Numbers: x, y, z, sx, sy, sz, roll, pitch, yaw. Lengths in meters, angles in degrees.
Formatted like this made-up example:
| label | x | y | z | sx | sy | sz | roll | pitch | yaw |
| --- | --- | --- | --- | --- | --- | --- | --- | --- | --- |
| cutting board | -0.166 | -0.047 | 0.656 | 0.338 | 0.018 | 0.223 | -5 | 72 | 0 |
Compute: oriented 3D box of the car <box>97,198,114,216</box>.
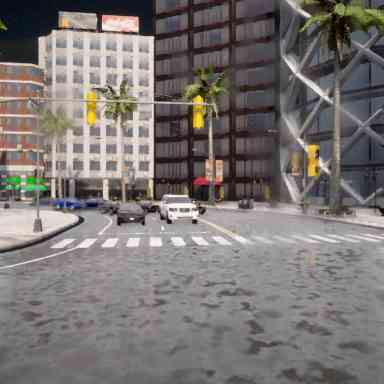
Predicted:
| label | x | y | z | sx | sy | sz | roll | pitch | yaw |
| --- | --- | --- | --- | --- | --- | --- | --- | --- | --- |
| car | -7.621 | 1.601 | 32.935 | 1.895 | 1.301 | 4.718 | 0 | 0 | -30 |

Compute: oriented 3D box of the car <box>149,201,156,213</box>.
| label | x | y | z | sx | sy | sz | roll | pitch | yaw |
| --- | --- | --- | --- | --- | --- | --- | --- | --- | --- |
| car | -4.503 | 1.601 | 34.451 | 1.895 | 1.301 | 4.718 | 0 | 0 | -29 |

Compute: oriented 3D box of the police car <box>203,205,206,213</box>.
| label | x | y | z | sx | sy | sz | roll | pitch | yaw |
| --- | --- | --- | --- | --- | --- | --- | --- | --- | --- |
| police car | -0.564 | 1.509 | 33.299 | 2.038 | 1.542 | 4.974 | -1 | 1 | -26 |

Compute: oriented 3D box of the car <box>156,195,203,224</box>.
| label | x | y | z | sx | sy | sz | roll | pitch | yaw |
| --- | --- | --- | --- | --- | --- | --- | --- | --- | --- |
| car | -1.121 | 1.221 | 25.259 | 2.150 | 2.045 | 5.566 | 0 | 0 | -14 |

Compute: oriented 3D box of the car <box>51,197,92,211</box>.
| label | x | y | z | sx | sy | sz | roll | pitch | yaw |
| --- | --- | --- | --- | --- | --- | --- | --- | --- | --- |
| car | -15.172 | 1.478 | 41.757 | 5.008 | 1.535 | 1.882 | 0 | 0 | 37 |

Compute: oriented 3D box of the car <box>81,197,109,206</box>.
| label | x | y | z | sx | sy | sz | roll | pitch | yaw |
| --- | --- | --- | --- | --- | --- | --- | --- | --- | --- |
| car | -16.023 | 1.564 | 54.749 | 4.181 | 1.385 | 1.994 | 0 | 0 | 28 |

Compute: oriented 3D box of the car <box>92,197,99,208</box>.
| label | x | y | z | sx | sy | sz | roll | pitch | yaw |
| --- | --- | --- | --- | --- | --- | --- | --- | --- | --- |
| car | -12.406 | 1.601 | 44.019 | 4.718 | 1.301 | 1.895 | 0 | 0 | 39 |

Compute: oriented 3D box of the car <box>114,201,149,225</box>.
| label | x | y | z | sx | sy | sz | roll | pitch | yaw |
| --- | --- | --- | --- | --- | --- | --- | --- | --- | --- |
| car | -4.479 | 1.478 | 24.143 | 1.882 | 1.535 | 5.008 | 0 | 0 | -13 |

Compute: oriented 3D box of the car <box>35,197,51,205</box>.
| label | x | y | z | sx | sy | sz | roll | pitch | yaw |
| --- | --- | --- | --- | --- | --- | --- | --- | --- | --- |
| car | -25.281 | 1.564 | 58.471 | 4.181 | 1.385 | 1.994 | 0 | 0 | 15 |
